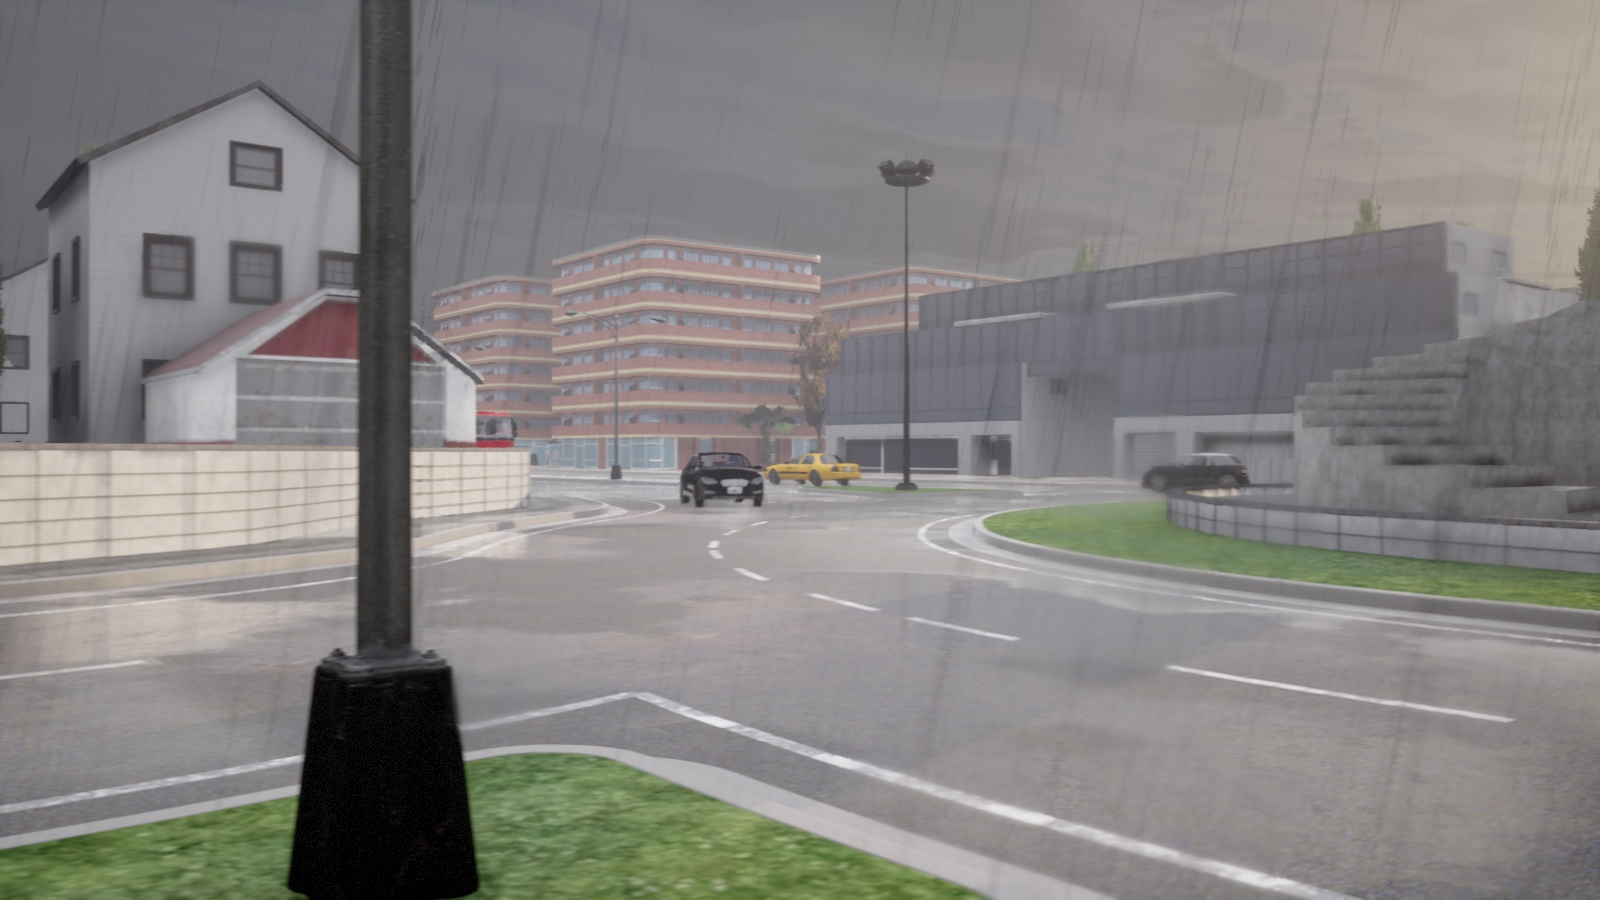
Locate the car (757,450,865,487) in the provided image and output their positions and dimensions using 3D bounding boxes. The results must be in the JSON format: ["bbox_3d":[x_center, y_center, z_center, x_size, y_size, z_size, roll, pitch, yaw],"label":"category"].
[{"bbox_3d":[0.434,0.800,56.701,1.801,1.575,5.366,0,0,-40],"label":"car"}]

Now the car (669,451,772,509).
[{"bbox_3d":[-2.321,0.778,35.197,2.128,1.511,4.902,0,0,-13],"label":"car"}]

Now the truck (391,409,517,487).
[{"bbox_3d":[-16.525,-0.084,59.571,2.891,3.462,7.936,0,0,-38],"label":"truck"}]

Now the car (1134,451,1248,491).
[{"bbox_3d":[14.849,0.781,47.692,3.806,1.475,1.970,0,0,30],"label":"car"}]
